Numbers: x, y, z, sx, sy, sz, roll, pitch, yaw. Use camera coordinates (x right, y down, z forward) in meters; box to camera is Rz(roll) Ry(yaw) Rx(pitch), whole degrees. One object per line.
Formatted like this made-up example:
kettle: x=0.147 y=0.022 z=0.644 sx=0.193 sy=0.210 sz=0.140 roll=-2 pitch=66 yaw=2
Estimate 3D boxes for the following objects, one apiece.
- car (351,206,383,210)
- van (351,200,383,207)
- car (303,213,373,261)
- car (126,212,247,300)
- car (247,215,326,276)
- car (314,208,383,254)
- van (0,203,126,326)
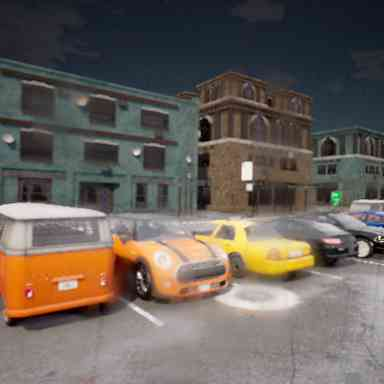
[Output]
car: x=8.052 y=1.608 z=15.189 sx=2.097 sy=1.535 sz=5.008 roll=1 pitch=0 yaw=-36
van: x=10.384 y=1.404 z=16.716 sx=1.878 sy=1.987 sz=4.442 roll=1 pitch=0 yaw=-36
car: x=3.519 y=1.603 z=11.957 sx=2.002 sy=1.452 sz=4.674 roll=1 pitch=0 yaw=-36
car: x=-1.030 y=1.390 z=8.751 sx=2.185 sy=1.767 sz=4.553 roll=1 pitch=0 yaw=-36
car: x=1.145 y=1.536 z=10.493 sx=1.946 sy=1.575 sz=5.366 roll=1 pitch=0 yaw=-36
car: x=5.781 y=1.585 z=13.581 sx=2.097 sy=1.535 sz=5.008 roll=1 pitch=0 yaw=-36
van: x=-3.294 y=1.266 z=7.241 sx=1.878 sy=1.987 sz=4.442 roll=1 pitch=0 yaw=-36
